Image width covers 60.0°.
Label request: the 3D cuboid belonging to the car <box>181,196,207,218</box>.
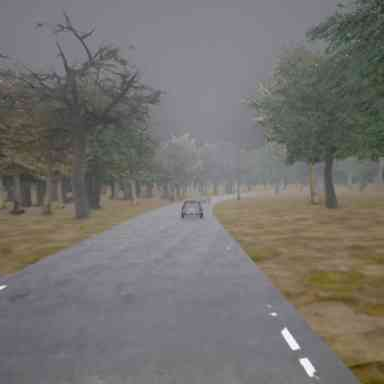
[{"bbox_3d":[0.060,1.516,30.275,2.033,1.649,4.856,0,0,1],"label":"car"}]

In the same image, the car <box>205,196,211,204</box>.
[{"bbox_3d":[2.385,1.363,59.308,2.033,1.411,5.357,0,0,8],"label":"car"}]
